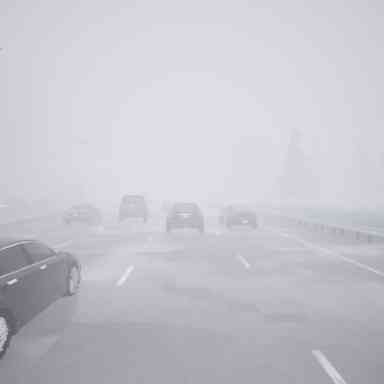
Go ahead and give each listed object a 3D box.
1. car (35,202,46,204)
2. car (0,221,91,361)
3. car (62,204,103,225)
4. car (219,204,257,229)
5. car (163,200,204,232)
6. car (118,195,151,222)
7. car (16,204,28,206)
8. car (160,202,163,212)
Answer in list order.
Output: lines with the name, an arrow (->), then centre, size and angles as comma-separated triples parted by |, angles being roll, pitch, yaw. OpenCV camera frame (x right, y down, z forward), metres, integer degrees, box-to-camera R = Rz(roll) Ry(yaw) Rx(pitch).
car -> -23.443, 1.528, 52.641 | 1.812, 1.442, 4.674 | 0, 0, -13
car -> -3.431, 1.505, 5.675 | 1.837, 1.490, 4.892 | 0, 0, -1
car -> -7.793, 1.549, 24.004 | 2.033, 1.411, 5.357 | 0, 0, -5
car -> 2.903, 1.527, 21.576 | 1.812, 1.442, 4.674 | 0, 0, -4
car -> -0.507, 1.353, 20.090 | 2.097, 1.767, 4.553 | 0, 0, -4
car -> -4.541, 1.223, 26.529 | 2.150, 2.045, 5.566 | 0, 0, -6
car -> -26.765, 1.507, 51.506 | 1.837, 1.490, 4.892 | 0, 0, -13
car -> -2.680, 1.603, 39.191 | 1.895, 1.301, 4.718 | 0, 0, -9
